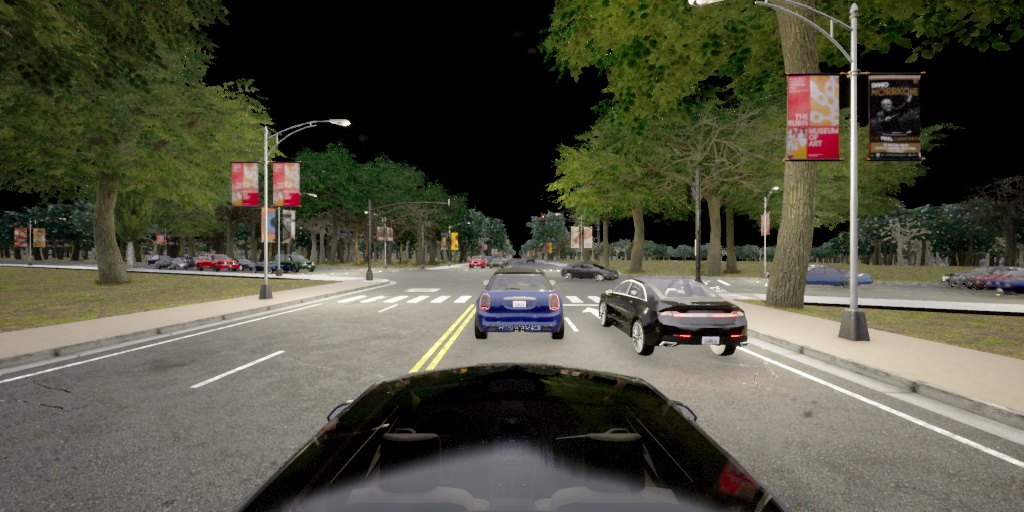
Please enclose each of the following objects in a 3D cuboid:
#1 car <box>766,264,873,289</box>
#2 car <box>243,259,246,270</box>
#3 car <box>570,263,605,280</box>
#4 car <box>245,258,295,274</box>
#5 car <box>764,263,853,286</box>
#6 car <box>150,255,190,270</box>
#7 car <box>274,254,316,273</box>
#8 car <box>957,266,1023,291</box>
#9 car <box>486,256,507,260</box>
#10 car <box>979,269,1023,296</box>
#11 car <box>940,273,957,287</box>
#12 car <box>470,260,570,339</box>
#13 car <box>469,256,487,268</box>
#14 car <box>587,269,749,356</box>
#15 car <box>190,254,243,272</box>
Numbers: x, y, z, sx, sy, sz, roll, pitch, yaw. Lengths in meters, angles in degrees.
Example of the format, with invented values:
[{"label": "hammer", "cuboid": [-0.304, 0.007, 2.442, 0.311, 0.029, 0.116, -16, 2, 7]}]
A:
[{"label": "car", "cuboid": [21.158, 1.429, 24.790, 5.357, 1.411, 2.033, 0, 0, 21]}, {"label": "car", "cuboid": [-34.670, 1.074, 45.965, 4.892, 1.490, 1.837, 0, 0, 24]}, {"label": "car", "cuboid": [6.281, 1.300, 29.280, 4.892, 1.490, 1.837, 0, 1, 44]}, {"label": "car", "cuboid": [-26.006, 1.225, 38.514, 4.718, 1.301, 1.895, 0, 0, 27]}, {"label": "car", "cuboid": [22.625, 1.373, 27.659, 4.902, 1.511, 2.128, 0, 0, 26]}, {"label": "car", "cuboid": [-44.261, 1.021, 46.700, 4.902, 1.511, 2.128, 0, 0, 24]}, {"label": "car", "cuboid": [-25.511, 0.840, 41.870, 5.566, 2.045, 2.150, 0, 0, 24]}, {"label": "car", "cuboid": [30.139, 1.414, 20.753, 5.008, 1.535, 1.882, 0, 0, 24]}, {"label": "car", "cuboid": [-2.359, 1.108, 55.939, 2.097, 1.767, 4.553, 0, 0, 1]}, {"label": "car", "cuboid": [27.779, 1.532, 18.029, 4.718, 1.301, 1.895, 0, 0, 24]}, {"label": "car", "cuboid": [31.836, 1.430, 23.553, 4.902, 1.511, 2.128, 0, 0, 24]}, {"label": "car", "cuboid": [0.199, 1.102, 10.192, 2.097, 1.767, 4.553, 0, 0, 1]}, {"label": "car", "cuboid": [-5.587, 0.978, 58.009, 2.150, 2.045, 5.566, 0, 0, 1]}, {"label": "car", "cuboid": [3.434, 1.241, 8.602, 2.128, 1.511, 4.902, 0, 0, 0]}, {"label": "car", "cuboid": [-35.070, 0.797, 42.575, 5.566, 2.045, 2.150, 0, 0, 24]}]
